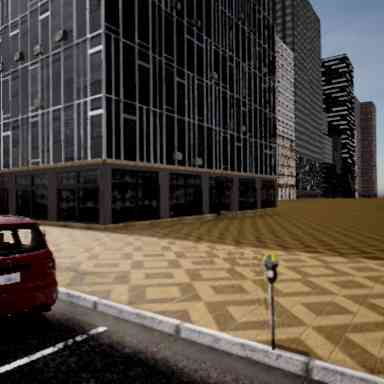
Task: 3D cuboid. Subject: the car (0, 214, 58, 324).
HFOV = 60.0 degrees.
[{"bbox_3d":[-4.525,1.319,6.118,5.009,1.841,2.192,0,-1,36],"label":"car"}]
